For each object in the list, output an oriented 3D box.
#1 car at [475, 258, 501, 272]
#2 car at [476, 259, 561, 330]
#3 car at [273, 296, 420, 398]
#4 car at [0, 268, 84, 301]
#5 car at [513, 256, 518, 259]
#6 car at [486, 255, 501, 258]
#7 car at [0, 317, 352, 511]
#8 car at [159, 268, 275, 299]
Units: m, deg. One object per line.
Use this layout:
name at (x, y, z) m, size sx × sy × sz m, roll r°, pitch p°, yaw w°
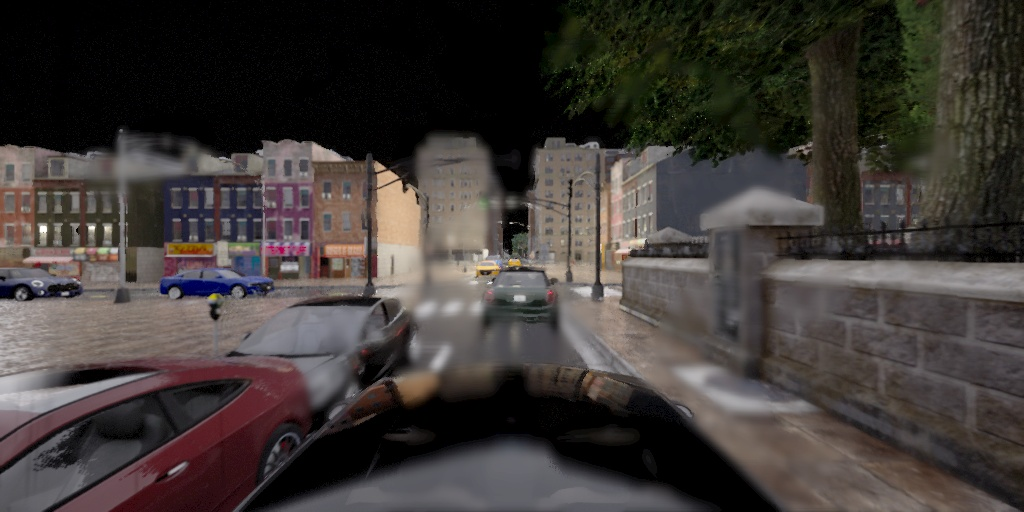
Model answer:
car at (-2.279, 1.202, 33.646) m, size 1.882 × 1.535 × 5.008 m, roll 0°, pitch 0°, yaw 1°
car at (0.398, 1.096, 11.260) m, size 2.097 × 1.767 × 4.553 m, roll 0°, pitch 0°, yaw 5°
car at (-2.638, 1.314, 5.380) m, size 1.948 × 1.339 × 4.313 m, roll 0°, pitch 0°, yaw 0°
car at (-24.967, 1.370, 18.243) m, size 4.553 × 1.767 × 2.097 m, roll -1°, pitch 0°, yaw 0°
car at (0.377, 1.179, 60.340) m, size 1.882 × 1.535 × 5.008 m, roll 0°, pitch 0°, yaw 0°
car at (-2.300, 0.938, 43.833) m, size 2.150 × 2.045 × 5.566 m, roll 0°, pitch 0°, yaw 0°
car at (-2.638, 1.332, 1.717) m, size 1.802 × 1.307 × 4.207 m, roll 0°, pitch 0°, yaw 0°
car at (-14.890, 1.364, 18.276) m, size 5.008 × 1.535 × 1.882 m, roll -1°, pitch 0°, yaw 0°
